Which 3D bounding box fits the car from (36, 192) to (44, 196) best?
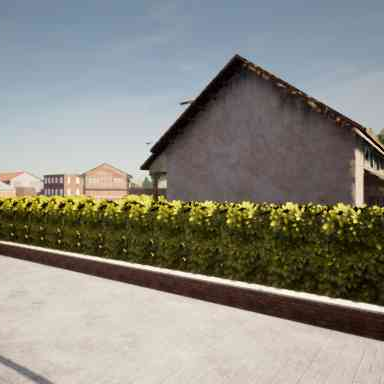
[{"bbox_3d":[-31.328,0.973,68.439,3.866,1.878,1.905,0,0,35],"label":"car"}]
